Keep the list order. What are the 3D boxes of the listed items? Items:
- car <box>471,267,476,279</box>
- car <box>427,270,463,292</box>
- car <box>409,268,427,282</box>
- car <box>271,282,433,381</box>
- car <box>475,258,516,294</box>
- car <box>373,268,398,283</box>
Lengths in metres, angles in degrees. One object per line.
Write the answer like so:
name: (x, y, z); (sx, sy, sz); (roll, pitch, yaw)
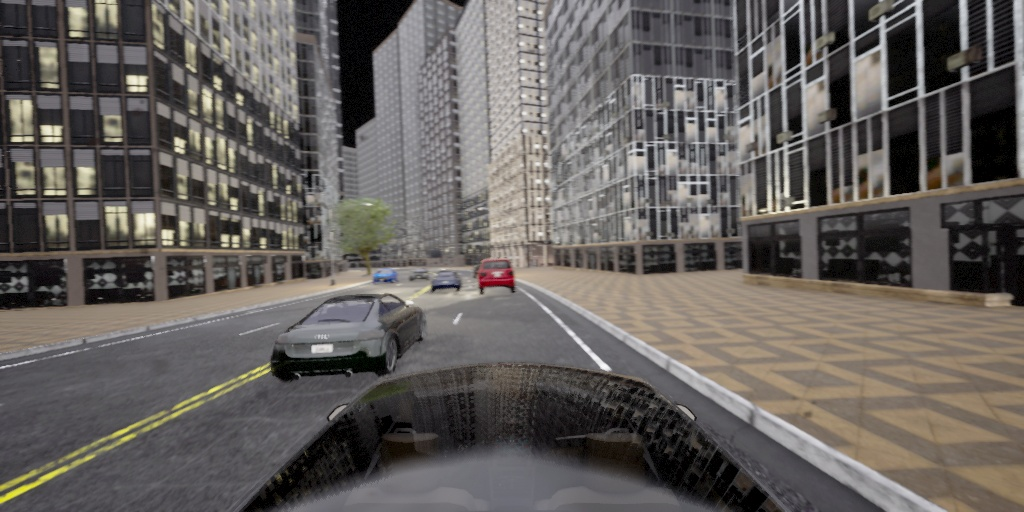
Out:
car: (-3.454, 1.702, 40.392); (1.837, 1.490, 4.892); (-2, 0, -10)
car: (-4.541, 1.688, 25.242); (1.994, 1.385, 4.181); (-2, 0, -6)
car: (-9.964, 2.023, 38.927); (1.994, 1.385, 4.181); (-2, 0, -10)
car: (-3.181, 1.492, 7.816); (1.994, 1.385, 4.181); (-2, 0, -3)
car: (-1.048, 1.186, 22.754); (2.150, 2.045, 5.566); (-2, 0, -5)
car: (-12.868, 2.041, 36.684); (1.882, 1.535, 5.008); (-2, -1, -10)
